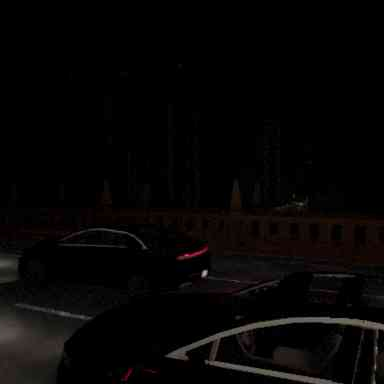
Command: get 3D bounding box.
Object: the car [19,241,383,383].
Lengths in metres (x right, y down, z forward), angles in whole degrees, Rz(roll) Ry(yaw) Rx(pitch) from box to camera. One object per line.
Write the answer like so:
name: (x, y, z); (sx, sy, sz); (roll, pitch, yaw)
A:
car: (1.083, 1.489, 2.762); (4.902, 1.511, 2.128); (0, 0, 24)

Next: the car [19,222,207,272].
car: (-1.933, 1.489, 7.957); (4.902, 1.511, 2.128); (0, 0, 24)
